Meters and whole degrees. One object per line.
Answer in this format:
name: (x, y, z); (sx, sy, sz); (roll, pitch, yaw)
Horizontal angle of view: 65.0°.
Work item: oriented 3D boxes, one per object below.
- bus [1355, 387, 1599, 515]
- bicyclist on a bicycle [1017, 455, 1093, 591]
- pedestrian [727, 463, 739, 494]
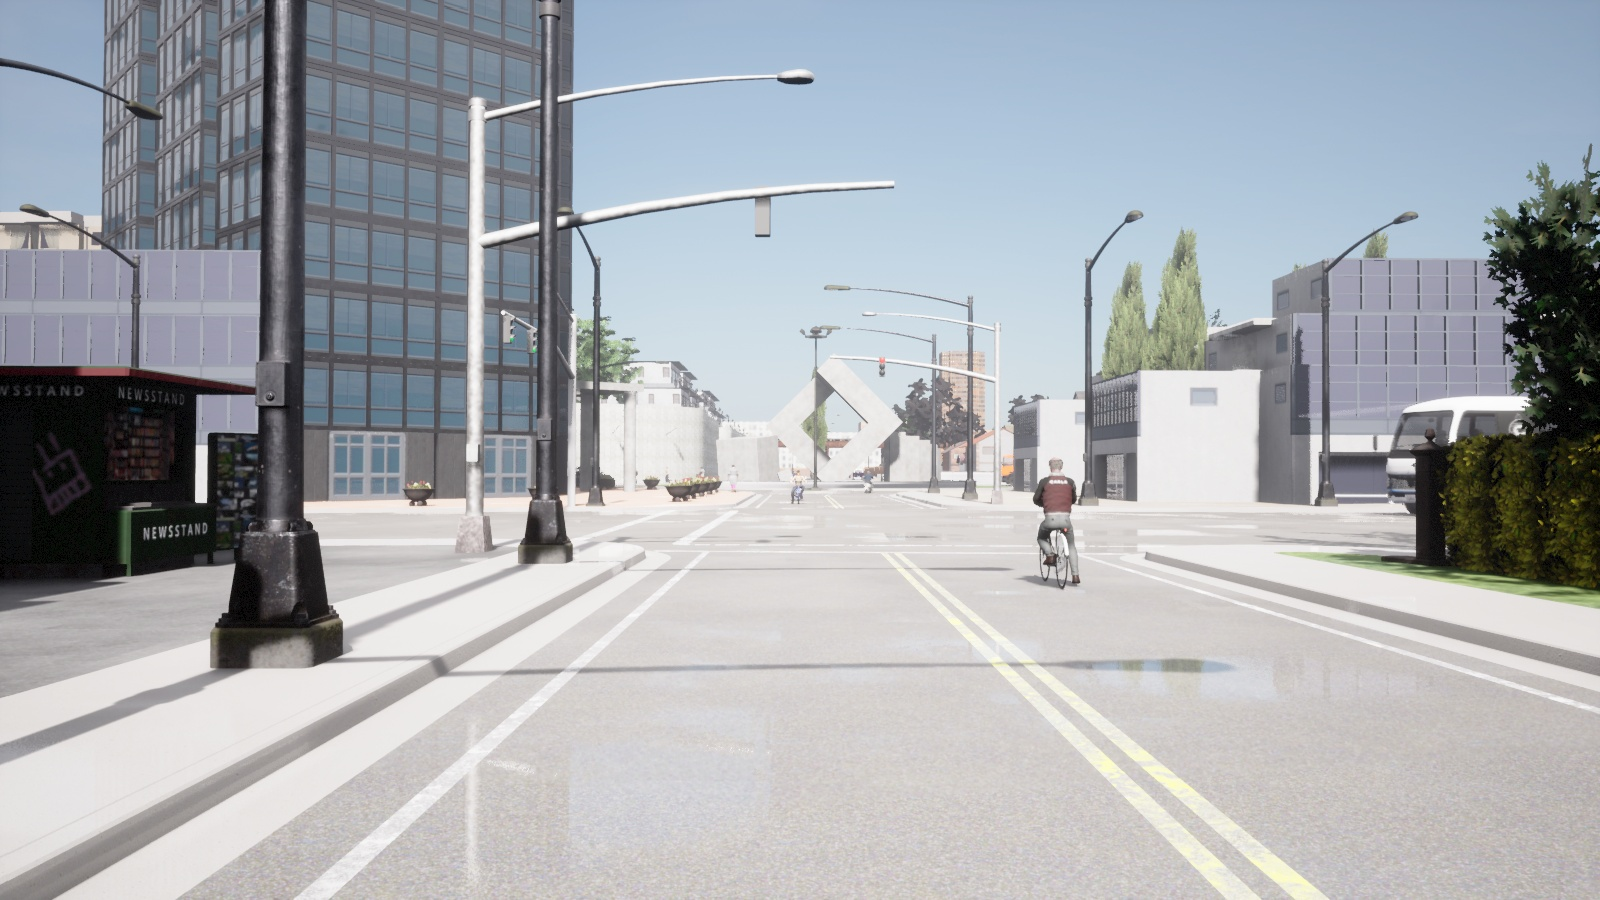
bus: (25.639, 0.030, 44.723); (10.273, 4.253, 3.944); (0, -1, -10)
bicyclist on a bicycle: (3.485, 0.961, 17.280); (0.659, 1.776, 1.843); (0, -1, 0)
pedestrian: (-4.353, 1.860, 81.928); (0.659, 1.952, 0.873); (0, -1, -13)
